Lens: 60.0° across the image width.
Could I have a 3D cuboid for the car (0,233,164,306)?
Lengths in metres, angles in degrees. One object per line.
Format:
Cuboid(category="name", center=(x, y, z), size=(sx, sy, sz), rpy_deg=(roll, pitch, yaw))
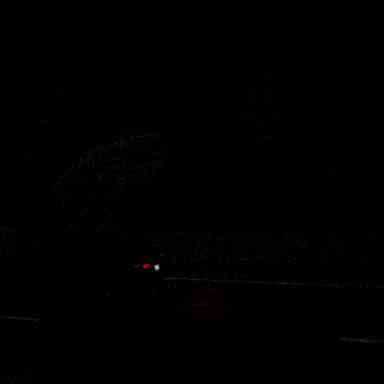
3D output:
Cuboid(category="car", center=(-2.778, 1.703, 8.003), size=(4.181, 1.385, 1.994), rpy_deg=(0, -1, 8))
